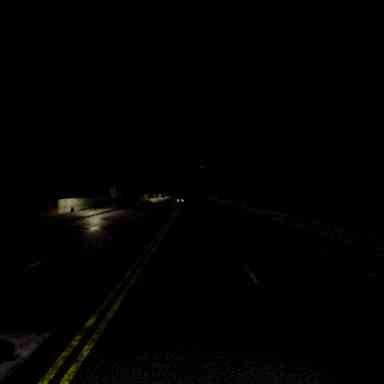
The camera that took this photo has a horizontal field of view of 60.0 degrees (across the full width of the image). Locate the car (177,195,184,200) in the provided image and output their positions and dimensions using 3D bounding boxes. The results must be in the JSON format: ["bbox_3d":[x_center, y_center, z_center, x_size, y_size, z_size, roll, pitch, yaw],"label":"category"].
[{"bbox_3d":[-3.256,1.475,93.210,2.033,1.411,5.357,0,0,0],"label":"car"}]
